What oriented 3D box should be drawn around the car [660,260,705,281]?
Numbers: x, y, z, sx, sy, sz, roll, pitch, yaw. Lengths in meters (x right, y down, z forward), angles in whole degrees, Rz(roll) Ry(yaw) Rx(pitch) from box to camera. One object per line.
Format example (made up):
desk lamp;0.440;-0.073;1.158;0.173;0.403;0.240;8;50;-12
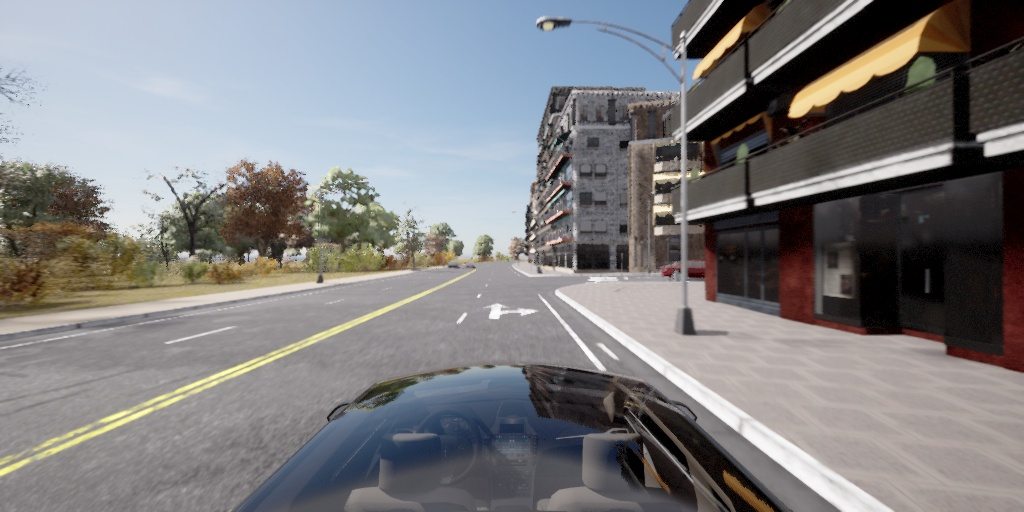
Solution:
car;14.094;1.077;27.581;5.008;1.535;1.882;-1;-1;15
